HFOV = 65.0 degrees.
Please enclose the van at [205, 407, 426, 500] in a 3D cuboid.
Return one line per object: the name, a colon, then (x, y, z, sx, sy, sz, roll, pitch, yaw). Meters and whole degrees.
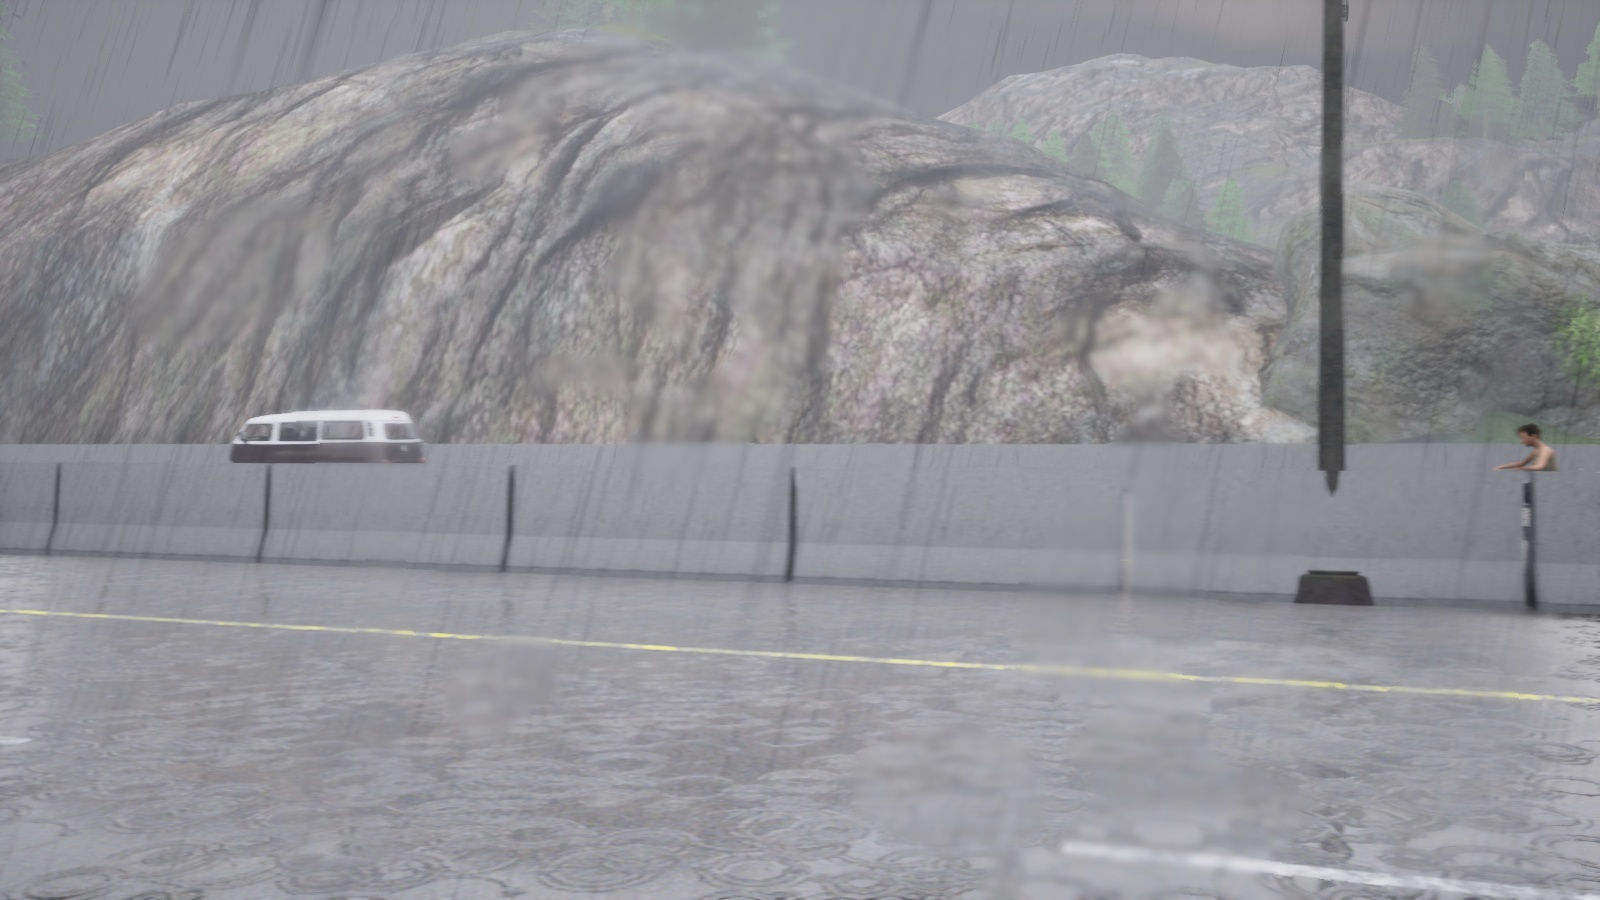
van: (-11.213, 0.041, 29.116, 4.480, 2.038, 2.069, 1, 1, 19)
